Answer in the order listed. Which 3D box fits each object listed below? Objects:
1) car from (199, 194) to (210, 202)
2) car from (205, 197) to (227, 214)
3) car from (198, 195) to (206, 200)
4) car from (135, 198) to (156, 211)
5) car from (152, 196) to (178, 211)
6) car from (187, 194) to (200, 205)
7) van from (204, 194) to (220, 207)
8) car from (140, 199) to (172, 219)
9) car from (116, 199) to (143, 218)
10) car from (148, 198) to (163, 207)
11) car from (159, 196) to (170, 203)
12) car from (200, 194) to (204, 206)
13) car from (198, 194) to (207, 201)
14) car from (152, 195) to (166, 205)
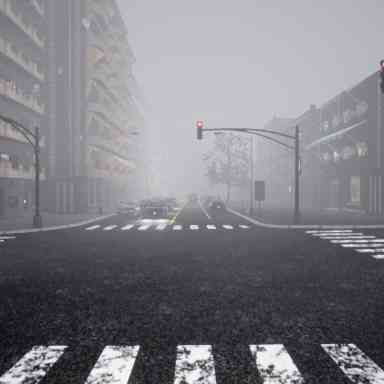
[{"bbox_3d":[2.685,1.280,74.398,2.192,1.841,5.009,0,0,0],"label":"car"},{"bbox_3d":[2.687,1.555,35.663,1.947,1.339,4.313,0,0,0],"label":"car"},{"bbox_3d":[2.687,1.495,90.998,1.887,1.381,4.507,0,0,0],"label":"car"},{"bbox_3d":[-5.693,1.531,41.204,1.887,1.381,4.507,0,0,0],"label":"car"},{"bbox_3d":[-3.099,1.535,38.645,2.033,1.411,5.357,0,0,0],"label":"car"},{"bbox_3d":[0.105,1.524,58.448,2.033,1.411,5.357,0,0,0],"label":"car"},{"bbox_3d":[2.685,1.327,41.196,1.690,1.788,3.998,0,0,0],"label":"van"},{"bbox_3d":[-3.109,1.556,29.297,1.994,1.385,4.181,0,0,-1],"label":"car"},{"bbox_3d":[-5.694,1.542,30.137,2.008,1.369,4.403,0,0,0],"label":"car"},{"bbox_3d":[-5.693,1.562,52.271,1.802,1.307,4.206,0,0,0],"label":"car"},{"bbox_3d":[-5.693,1.551,68.872,1.802,1.307,4.206,0,0,0],"label":"car"},{"bbox_3d":[2.686,1.420,52.264,1.967,1.590,4.097,0,0,0],"label":"car"},{"bbox_3d":[2.686,1.396,85.464,1.967,1.590,4.097,0,0,0],"label":"car"},{"bbox_3d":[-5.695,1.417,57.804,1.967,1.590,4.097,0,0,0],"label":"car"}]
